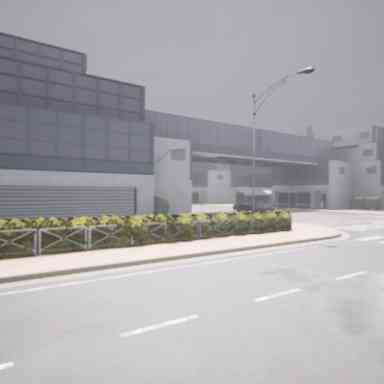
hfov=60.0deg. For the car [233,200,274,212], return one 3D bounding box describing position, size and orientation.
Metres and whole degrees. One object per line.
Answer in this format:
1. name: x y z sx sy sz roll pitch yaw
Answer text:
1. car: 7.267 1.707 39.942 2.033 1.411 5.357 0 0 -36
